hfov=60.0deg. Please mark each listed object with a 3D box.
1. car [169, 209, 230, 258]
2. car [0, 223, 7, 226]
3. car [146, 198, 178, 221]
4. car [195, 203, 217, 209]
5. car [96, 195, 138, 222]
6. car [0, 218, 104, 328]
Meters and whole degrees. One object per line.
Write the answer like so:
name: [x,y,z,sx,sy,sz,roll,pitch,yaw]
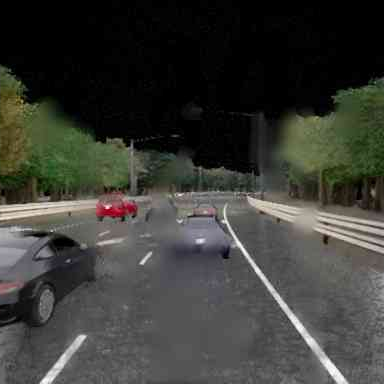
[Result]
car: [0.375,1.576,12.895,1.994,1.385,4.181,0,0,2]
car: [-6.709,1.606,10.681,1.895,1.301,4.718,0,0,2]
car: [-2.363,1.361,27.396,2.097,1.767,4.553,0,0,4]
car: [1.201,1.574,28.157,1.994,1.385,4.181,0,0,4]
car: [-5.928,1.229,26.749,2.150,2.045,5.566,0,0,4]
car: [-3.308,1.531,6.871,1.812,1.442,4.674,0,0,2]
